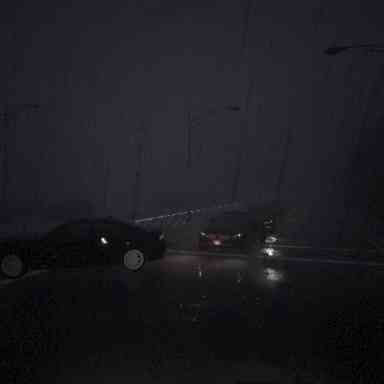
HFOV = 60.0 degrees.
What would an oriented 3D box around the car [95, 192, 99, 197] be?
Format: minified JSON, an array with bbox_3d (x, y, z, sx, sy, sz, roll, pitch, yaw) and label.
[{"bbox_3d":[-21.692,1.296,68.001,3.806,1.475,1.970,0,0,19],"label":"car"}]

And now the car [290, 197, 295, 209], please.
[{"bbox_3d":[9.877,1.543,36.495,1.994,1.385,4.181,0,0,19],"label":"car"}]

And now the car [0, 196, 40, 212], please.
[{"bbox_3d":[-15.041,1.355,29.404,3.806,1.475,1.970,0,0,19],"label":"car"}]

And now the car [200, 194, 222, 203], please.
[{"bbox_3d":[3.556,1.201,62.923,3.806,1.475,1.970,0,0,19],"label":"car"}]

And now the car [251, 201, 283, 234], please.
[{"bbox_3d":[4.010,1.490,19.260,1.837,1.490,4.892,0,0,19],"label":"car"}]

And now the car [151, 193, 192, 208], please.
[{"bbox_3d":[-2.864,1.073,41.745,4.605,1.855,1.932,0,0,19],"label":"car"}]

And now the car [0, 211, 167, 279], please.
[{"bbox_3d":[-3.256,1.475,9.843,5.008,1.535,1.882,0,0,-15],"label":"car"}]

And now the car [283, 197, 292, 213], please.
[{"bbox_3d":[7.824,1.486,30.461,1.837,1.490,4.892,0,0,19],"label":"car"}]

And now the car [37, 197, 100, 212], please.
[{"bbox_3d":[-8.974,1.355,24.194,3.633,1.501,1.845,0,0,19],"label":"car"}]

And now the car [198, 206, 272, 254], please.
[{"bbox_3d":[1.851,1.514,13.856,1.812,1.442,4.674,0,0,25],"label":"car"}]

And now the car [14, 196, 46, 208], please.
[{"bbox_3d":[-21.589,1.272,44.296,3.633,1.501,1.845,0,0,19],"label":"car"}]

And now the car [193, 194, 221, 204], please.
[{"bbox_3d":[1.798,1.125,56.743,5.027,1.636,2.152,0,0,19],"label":"car"}]

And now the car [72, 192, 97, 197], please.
[{"bbox_3d":[-18.333,1.247,53.743,4.514,1.523,2.007,0,0,19],"label":"car"}]

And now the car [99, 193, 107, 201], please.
[{"bbox_3d":[-20.043,1.012,70.952,3.866,1.878,1.905,0,0,19],"label":"car"}]

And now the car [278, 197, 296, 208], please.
[{"bbox_3d":[13.656,1.468,47.619,2.128,1.511,4.902,0,0,19],"label":"car"}]

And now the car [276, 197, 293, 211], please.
[{"bbox_3d":[11.762,1.483,42.047,1.837,1.490,4.892,0,0,19],"label":"car"}]

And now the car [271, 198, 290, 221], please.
[{"bbox_3d":[5.934,1.474,24.902,2.128,1.511,4.902,0,0,19],"label":"car"}]

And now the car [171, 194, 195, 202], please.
[{"bbox_3d":[-1.939,1.256,68.659,4.514,1.523,2.007,0,0,19],"label":"car"}]

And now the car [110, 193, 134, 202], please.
[{"bbox_3d":[-13.651,1.044,65.308,4.605,1.855,1.932,0,0,19],"label":"car"}]
